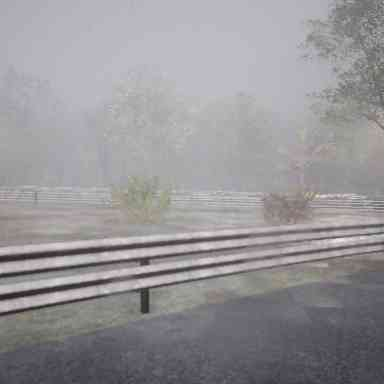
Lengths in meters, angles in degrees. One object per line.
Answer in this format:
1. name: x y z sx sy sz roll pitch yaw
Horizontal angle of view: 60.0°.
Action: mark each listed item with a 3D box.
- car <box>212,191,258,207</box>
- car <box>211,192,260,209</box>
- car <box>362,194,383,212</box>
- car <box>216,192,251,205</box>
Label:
1. car: 4.805 0.739 37.528 5.008 1.535 1.882 1 2 4
2. car: 4.539 0.903 34.043 5.357 1.411 2.033 1 2 4
3. car: 19.506 1.084 32.927 4.553 1.767 2.097 1 2 4
4. car: 5.047 0.729 41.022 4.181 1.385 1.994 1 2 4
